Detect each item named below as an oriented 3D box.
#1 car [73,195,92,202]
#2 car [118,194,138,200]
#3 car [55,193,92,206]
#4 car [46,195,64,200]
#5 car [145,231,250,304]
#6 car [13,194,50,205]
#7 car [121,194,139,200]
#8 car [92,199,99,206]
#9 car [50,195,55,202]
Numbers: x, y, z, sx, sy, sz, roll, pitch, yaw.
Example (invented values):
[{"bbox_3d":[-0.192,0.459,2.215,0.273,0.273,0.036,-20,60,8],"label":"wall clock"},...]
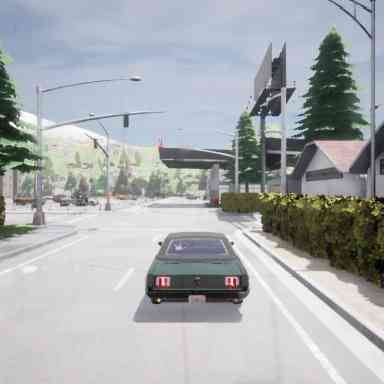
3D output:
[{"bbox_3d":[-23.983,1.320,72.966,3.633,1.501,1.845,0,0,0],"label":"car"},{"bbox_3d":[-16.370,1.330,84.851,5.027,1.636,2.152,0,0,0],"label":"car"},{"bbox_3d":[-16.737,1.077,47.266,3.866,1.878,1.905,0,0,0],"label":"car"},{"bbox_3d":[-35.036,1.384,84.902,3.806,1.475,1.970,0,0,0],"label":"car"},{"bbox_3d":[0.101,1.601,8.075,1.895,1.301,4.718,0,0,0],"label":"car"},{"bbox_3d":[-24.622,1.097,50.513,4.605,1.855,1.932,0,0,0],"label":"car"},{"bbox_3d":[-16.438,1.339,87.987,4.514,1.523,2.007,0,0,0],"label":"car"},{"bbox_3d":[-16.143,1.361,50.594,3.806,1.475,1.970,0,0,0],"label":"car"},{"bbox_3d":[-23.974,1.298,62.973,4.514,1.523,2.007,0,0,0],"label":"car"}]
